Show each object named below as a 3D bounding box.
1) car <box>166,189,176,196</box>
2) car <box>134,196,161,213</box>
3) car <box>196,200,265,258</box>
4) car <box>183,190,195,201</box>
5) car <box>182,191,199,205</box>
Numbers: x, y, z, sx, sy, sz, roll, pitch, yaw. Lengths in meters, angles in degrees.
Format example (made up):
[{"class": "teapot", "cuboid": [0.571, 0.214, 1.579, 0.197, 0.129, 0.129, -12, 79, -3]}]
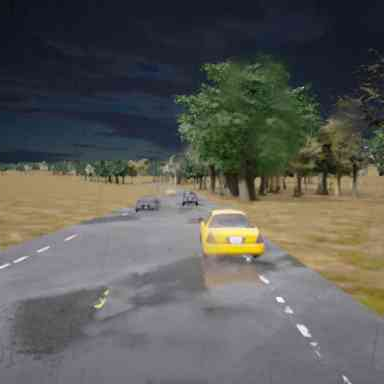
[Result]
[{"class": "car", "cuboid": [-4.339, 0.048, 69.476, 1.882, 1.535, 5.008, 0, 1, -1]}, {"class": "car", "cuboid": [-3.753, 1.035, 28.903, 1.994, 1.385, 4.181, 0, 1, -1]}, {"class": "car", "cuboid": [1.198, 1.251, 11.732, 1.801, 1.575, 5.366, 0, 1, 0]}, {"class": "car", "cuboid": [-0.444, 0.526, 51.072, 1.812, 1.442, 4.674, 0, 1, -1]}, {"class": "car", "cuboid": [-0.204, 0.802, 39.383, 2.033, 1.411, 5.357, 0, 1, 0]}]
